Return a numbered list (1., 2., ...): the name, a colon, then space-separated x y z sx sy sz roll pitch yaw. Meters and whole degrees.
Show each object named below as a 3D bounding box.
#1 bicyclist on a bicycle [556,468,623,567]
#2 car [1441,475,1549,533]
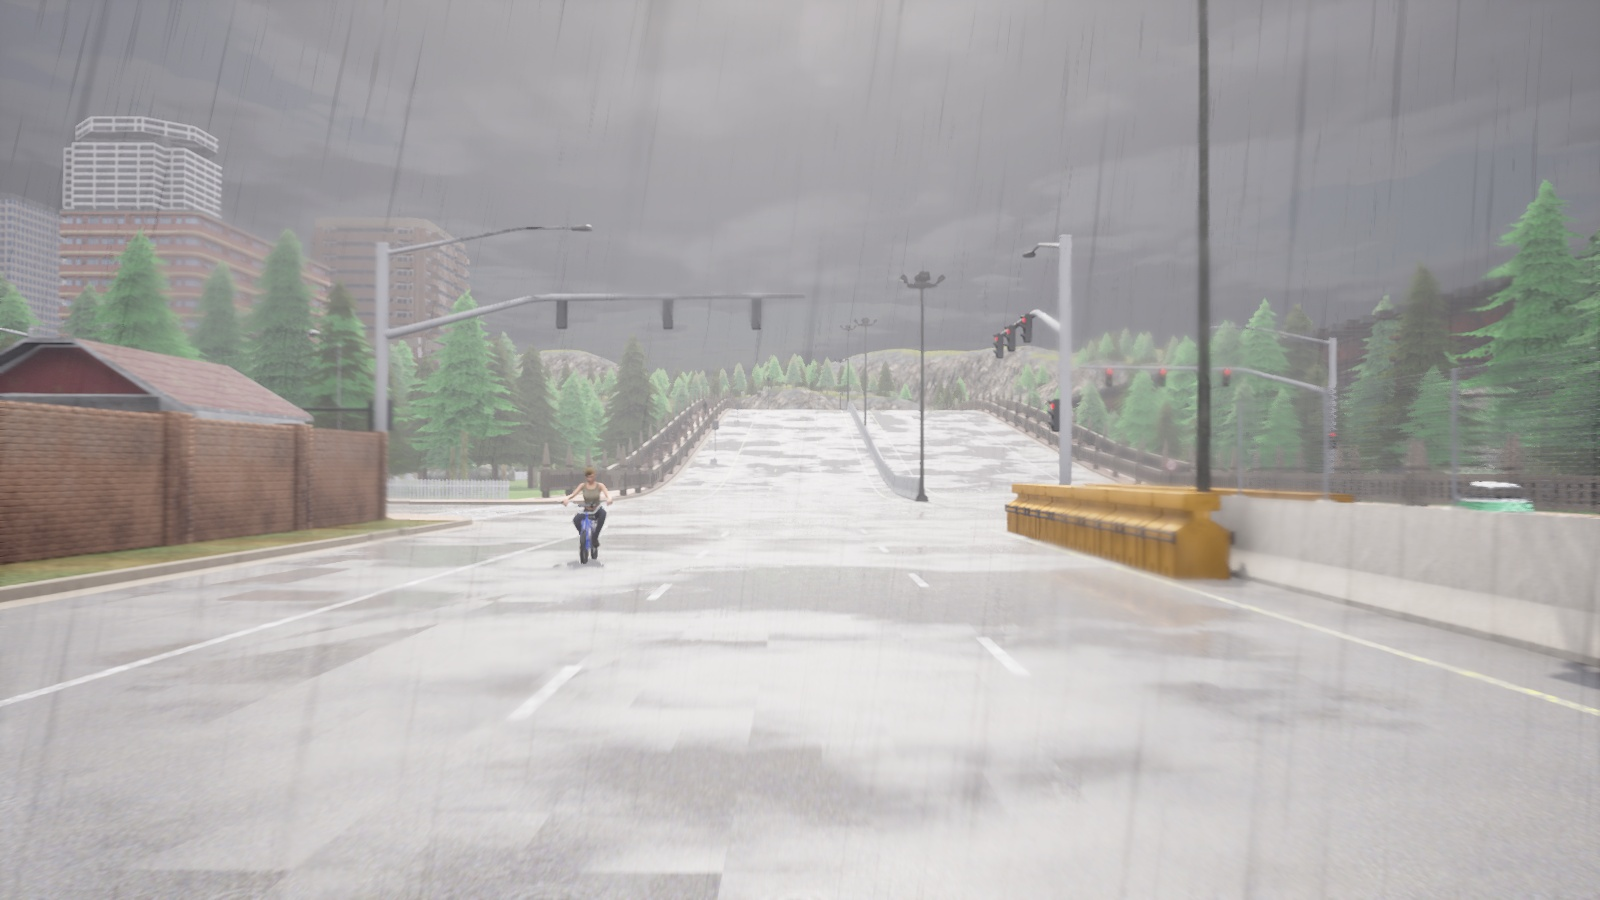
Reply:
1. bicyclist on a bicycle: -3.549 1.121 21.285 0.866 1.612 1.509 0 -1 0
2. car: 17.421 1.326 31.555 1.481 1.376 2.207 0 -1 0
